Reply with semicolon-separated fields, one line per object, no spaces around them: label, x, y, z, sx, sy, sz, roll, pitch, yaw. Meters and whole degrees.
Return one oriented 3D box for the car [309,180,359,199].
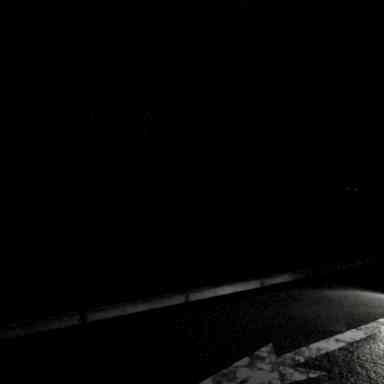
car;16.015;-0.378;37.727;2.150;2.045;5.566;1;4;-31
